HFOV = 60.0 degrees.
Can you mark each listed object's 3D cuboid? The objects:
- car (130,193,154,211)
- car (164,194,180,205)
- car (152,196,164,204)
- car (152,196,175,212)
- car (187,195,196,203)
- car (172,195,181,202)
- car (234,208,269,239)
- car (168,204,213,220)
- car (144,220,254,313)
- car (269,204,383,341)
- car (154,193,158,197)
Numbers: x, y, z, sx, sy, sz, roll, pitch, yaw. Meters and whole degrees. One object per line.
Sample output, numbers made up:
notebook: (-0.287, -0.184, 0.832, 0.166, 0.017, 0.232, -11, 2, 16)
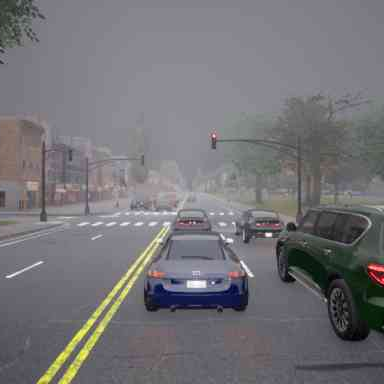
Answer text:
car: (-6.687, 1.334, 43.830, 2.150, 2.045, 5.566, 0, 0, 0)
car: (-3.446, 1.279, 51.889, 2.150, 2.045, 5.566, 0, 1, 0)
car: (-6.673, 1.471, 64.824, 1.812, 1.442, 4.674, 0, 1, 0)
car: (-3.428, 1.630, 40.825, 1.837, 1.490, 4.892, 0, 0, 0)
car: (-0.037, 1.398, 69.152, 2.128, 1.511, 4.902, 0, 1, 0)
car: (-3.394, 1.398, 72.894, 1.812, 1.442, 4.674, 0, 0, 0)
car: (3.262, 1.580, 16.503, 1.837, 1.490, 4.892, 0, 0, 0)
car: (0.008, 1.581, 16.675, 1.837, 1.490, 4.892, 0, 0, 1)
car: (0.065, 1.583, 7.787, 1.994, 1.385, 4.181, 0, 0, 0)
car: (3.314, 1.235, 6.641, 2.150, 2.045, 5.566, 0, 0, 0)
car: (-6.694, 1.255, 55.057, 2.150, 2.045, 5.566, 0, 1, 0)
